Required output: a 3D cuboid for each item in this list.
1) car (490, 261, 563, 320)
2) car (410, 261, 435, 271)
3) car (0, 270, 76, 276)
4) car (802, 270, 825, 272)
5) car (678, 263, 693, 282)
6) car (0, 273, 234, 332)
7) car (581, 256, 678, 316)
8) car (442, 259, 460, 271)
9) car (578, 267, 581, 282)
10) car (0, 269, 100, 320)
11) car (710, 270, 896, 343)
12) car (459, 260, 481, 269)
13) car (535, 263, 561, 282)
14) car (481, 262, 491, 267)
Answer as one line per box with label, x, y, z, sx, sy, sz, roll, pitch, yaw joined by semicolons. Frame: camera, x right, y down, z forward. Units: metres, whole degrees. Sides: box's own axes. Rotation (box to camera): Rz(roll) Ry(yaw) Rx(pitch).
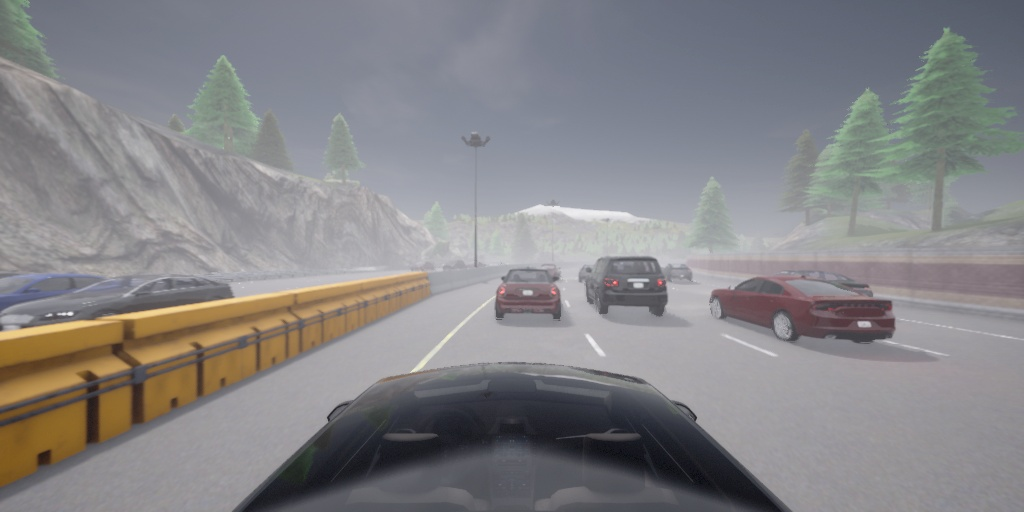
car;0.638;1.149;13.054;2.097;1.767;4.553;0;0;4
car;-13.002;1.475;52.435;1.812;1.442;4.674;0;0;18
car;-13.762;1.254;10.378;1.882;1.535;5.008;0;0;4
car;11.223;1.299;13.980;2.128;1.511;4.902;0;0;5
car;13.752;1.367;30.279;2.128;1.511;4.902;0;0;12
car;-10.286;1.269;9.924;2.128;1.511;4.902;0;0;4
car;4.178;1.024;13.888;2.150;2.045;5.566;0;0;5
car;-8.710;1.311;54.166;2.097;1.767;4.553;0;0;19
car;6.738;1.438;30.863;1.994;1.385;4.181;0;0;12
car;-17.192;1.257;11.547;1.882;1.535;5.008;0;0;4
car;7.399;1.266;9.870;1.882;1.535;5.008;0;0;3
car;-5.479;1.481;52.847;1.812;1.442;4.674;0;-1;19
car;3.242;1.399;31.301;1.812;1.442;4.674;0;0;12
car;-2.270;1.478;51.454;1.812;1.442;4.674;0;0;19
